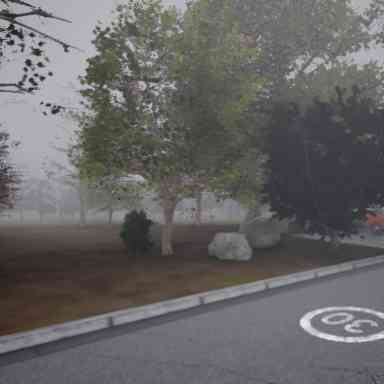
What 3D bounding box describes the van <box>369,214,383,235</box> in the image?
[{"bbox_3d":[11.922,1.496,18.682,1.878,1.987,4.442,2,-1,-35],"label":"van"}]
